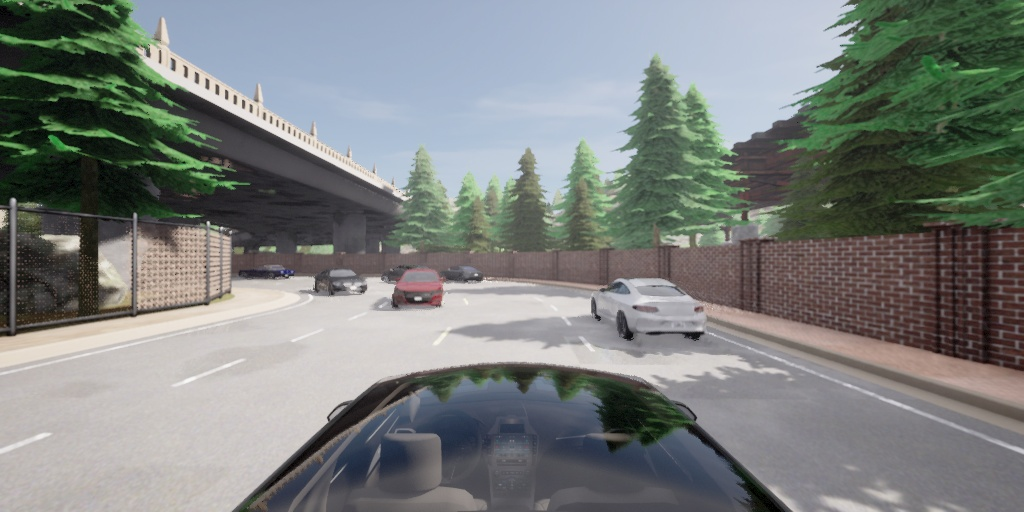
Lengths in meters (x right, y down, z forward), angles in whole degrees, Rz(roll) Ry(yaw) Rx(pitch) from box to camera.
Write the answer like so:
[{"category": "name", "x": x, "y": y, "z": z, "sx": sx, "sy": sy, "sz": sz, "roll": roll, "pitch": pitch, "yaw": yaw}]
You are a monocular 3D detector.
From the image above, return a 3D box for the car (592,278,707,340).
[{"category": "car", "x": 3.557, "y": 1.327, "z": 10.016, "sx": 1.812, "sy": 1.442, "sz": 4.674, "roll": 0, "pitch": 0, "yaw": -1}]

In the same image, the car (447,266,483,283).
[{"category": "car", "x": -4.383, "y": 1.490, "z": 30.057, "sx": 4.181, "sy": 1.385, "sz": 1.994, "roll": 0, "pitch": -1, "yaw": 42}]

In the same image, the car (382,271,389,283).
[{"category": "car", "x": -8.405, "y": 1.422, "z": 28.655, "sx": 4.892, "sy": 1.490, "sz": 1.837, "roll": -1, "pitch": -2, "yaw": 37}]

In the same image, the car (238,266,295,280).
[{"category": "car", "x": -23.300, "y": 1.553, "z": 34.009, "sx": 4.718, "sy": 1.301, "sz": 1.895, "roll": 0, "pitch": 0, "yaw": 11}]

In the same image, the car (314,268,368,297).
[{"category": "car", "x": -9.683, "y": 1.391, "z": 20.130, "sx": 1.812, "sy": 1.442, "sz": 4.674, "roll": 1, "pitch": -1, "yaw": -42}]

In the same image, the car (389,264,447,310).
[{"category": "car", "x": -3.948, "y": 1.315, "z": 15.652, "sx": 1.882, "sy": 1.535, "sz": 5.008, "roll": 1, "pitch": -1, "yaw": -12}]
